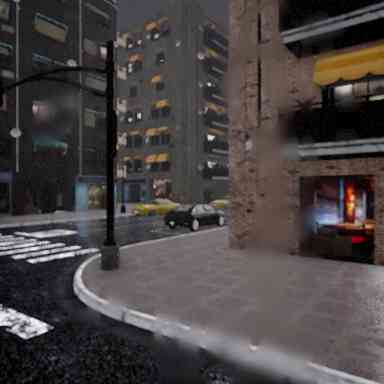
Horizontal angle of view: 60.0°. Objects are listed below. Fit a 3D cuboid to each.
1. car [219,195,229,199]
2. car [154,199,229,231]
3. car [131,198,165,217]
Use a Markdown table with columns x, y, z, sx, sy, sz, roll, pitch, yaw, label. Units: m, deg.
| x | y | z | sx | sy | sz | roll | pitch | yaw | label |
| --- | --- | --- | --- | --- | --- | --- | --- | --- | --- |
| 3.773 | 1.071 | 36.773 | 1.752 | 1.417 | 4.829 | 1 | 1 | 36 | car |
| 0.272 | 1.310 | 18.539 | 2.008 | 1.369 | 4.403 | 1 | 1 | 36 | car |
| -2.891 | 1.213 | 27.595 | 1.752 | 1.417 | 4.829 | 1 | 1 | 36 | car |
